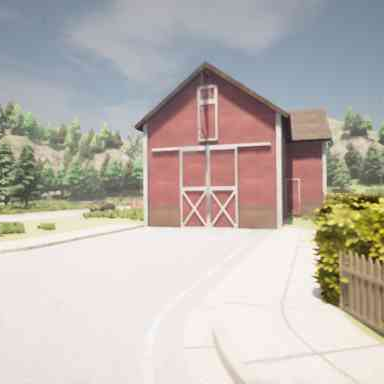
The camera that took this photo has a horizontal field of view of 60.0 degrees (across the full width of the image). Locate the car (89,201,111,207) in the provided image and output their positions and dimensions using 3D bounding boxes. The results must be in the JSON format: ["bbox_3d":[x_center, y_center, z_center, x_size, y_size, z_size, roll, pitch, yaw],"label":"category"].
[{"bbox_3d":[-11.833,1.905,43.828,1.816,1.474,4.193,-7,-2,16],"label":"car"}]
